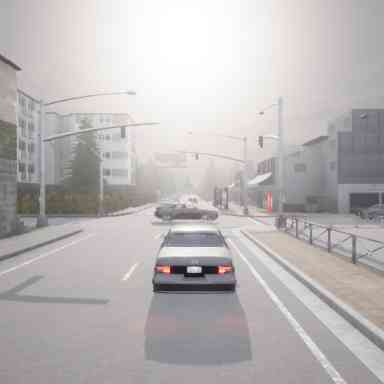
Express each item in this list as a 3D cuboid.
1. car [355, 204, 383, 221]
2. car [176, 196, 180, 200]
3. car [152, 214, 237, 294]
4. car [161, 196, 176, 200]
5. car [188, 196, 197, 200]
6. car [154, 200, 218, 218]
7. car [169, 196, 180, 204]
[{"bbox_3d":[16.736,1.751,29.320,4.181,1.385,1.994,0,0,0],"label":"car"},{"bbox_3d":[-3.546,1.525,55.844,1.837,1.490,4.892,0,0,0],"label":"car"},{"bbox_3d":[0.066,1.551,8.935,2.033,1.411,5.357,0,0,1],"label":"car"},{"bbox_3d":[-3.566,1.543,45.840,1.812,1.442,4.674,0,0,0],"label":"car"},{"bbox_3d":[0.149,1.551,68.821,1.812,1.442,4.674,0,0,0],"label":"car"},{"bbox_3d":[-0.427,1.573,25.601,4.902,1.511,2.128,0,-1,0],"label":"car"},{"bbox_3d":[-3.486,1.502,65.985,1.882,1.535,5.008,0,0,0],"label":"car"}]
